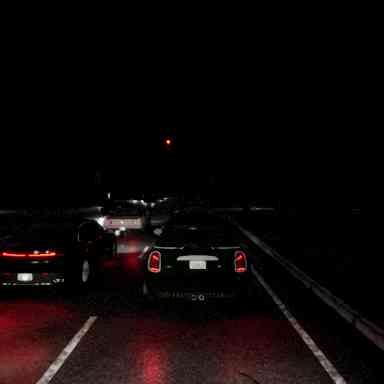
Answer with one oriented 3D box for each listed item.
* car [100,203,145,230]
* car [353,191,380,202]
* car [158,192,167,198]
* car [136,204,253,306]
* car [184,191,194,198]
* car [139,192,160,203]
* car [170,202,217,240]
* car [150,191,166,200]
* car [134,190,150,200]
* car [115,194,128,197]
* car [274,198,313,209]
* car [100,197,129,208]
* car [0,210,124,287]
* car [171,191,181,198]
[{"bbox_3d":[-3.408,1.491,18.525,1.895,1.301,4.718,0,0,0],"label":"car"},{"bbox_3d":[22.207,0.932,39.771,5.566,2.045,2.150,0,0,-3],"label":"car"},{"bbox_3d":[-7.467,0.776,84.455,2.033,1.411,5.357,0,1,-3],"label":"car"},{"bbox_3d":[0.100,1.325,8.146,2.097,1.767,4.553,0,0,0],"label":"car"},{"bbox_3d":[-0.553,0.728,86.151,1.812,1.442,4.674,0,1,-4],"label":"car"},{"bbox_3d":[-7.114,1.113,56.655,2.033,1.411,5.357,0,1,0],"label":"car"},{"bbox_3d":[0.086,1.392,17.343,2.128,1.511,4.902,0,0,1],"label":"car"},{"bbox_3d":[-7.072,0.969,70.137,2.033,1.411,5.357,0,1,-1],"label":"car"},{"bbox_3d":[-10.563,0.800,68.342,2.097,1.767,4.553,0,1,0],"label":"car"},{"bbox_3d":[-10.617,1.117,49.678,2.128,1.511,4.902,0,1,0],"label":"car"},{"bbox_3d":[12.184,1.315,39.203,4.718,1.301,1.895,0,0,-3],"label":"car"},{"bbox_3d":[-7.114,1.384,31.094,1.895,1.301,4.718,0,0,0],"label":"car"},{"bbox_3d":[-3.401,1.470,9.204,1.837,1.490,4.892,0,0,0],"label":"car"},{"bbox_3d":[-4.029,0.712,85.655,1.837,1.490,4.892,0,1,-4],"label":"car"}]
